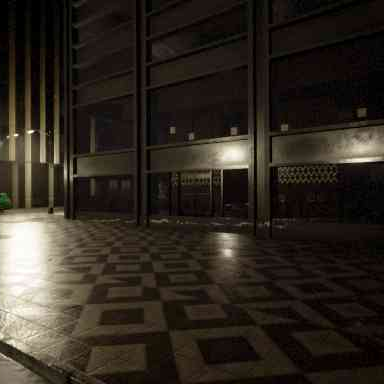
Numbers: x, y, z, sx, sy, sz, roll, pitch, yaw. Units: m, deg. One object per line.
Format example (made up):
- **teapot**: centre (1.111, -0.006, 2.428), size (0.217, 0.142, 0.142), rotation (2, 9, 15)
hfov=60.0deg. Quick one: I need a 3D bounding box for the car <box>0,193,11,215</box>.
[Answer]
- **car**: centre (-19.438, 1.110, 30.094), size (2.150, 2.045, 5.566), rotation (0, 0, 37)
